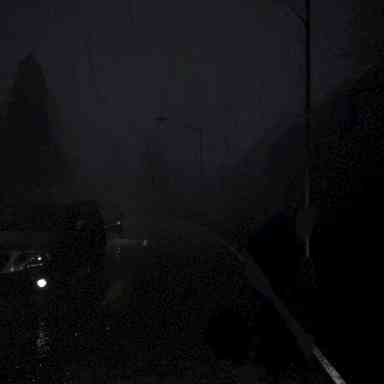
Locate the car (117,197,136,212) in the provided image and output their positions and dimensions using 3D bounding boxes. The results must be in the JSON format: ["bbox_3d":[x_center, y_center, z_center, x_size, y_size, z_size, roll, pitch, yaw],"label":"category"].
[{"bbox_3d":[-8.123,1.351,38.725,2.097,1.767,4.553,0,0,-28],"label":"car"}]

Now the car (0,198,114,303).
[{"bbox_3d":[-3.730,1.222,8.548,2.150,2.045,5.566,0,0,-2],"label":"car"}]

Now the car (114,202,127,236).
[{"bbox_3d":[-4.719,1.526,18.380,1.812,1.442,4.674,0,0,-11],"label":"car"}]

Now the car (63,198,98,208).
[{"bbox_3d":[-16.124,1.547,47.919,5.357,1.411,2.033,0,0,36],"label":"car"}]

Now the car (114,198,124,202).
[{"bbox_3d":[-7.381,1.504,28.461,1.837,1.490,4.892,0,0,-21],"label":"car"}]
